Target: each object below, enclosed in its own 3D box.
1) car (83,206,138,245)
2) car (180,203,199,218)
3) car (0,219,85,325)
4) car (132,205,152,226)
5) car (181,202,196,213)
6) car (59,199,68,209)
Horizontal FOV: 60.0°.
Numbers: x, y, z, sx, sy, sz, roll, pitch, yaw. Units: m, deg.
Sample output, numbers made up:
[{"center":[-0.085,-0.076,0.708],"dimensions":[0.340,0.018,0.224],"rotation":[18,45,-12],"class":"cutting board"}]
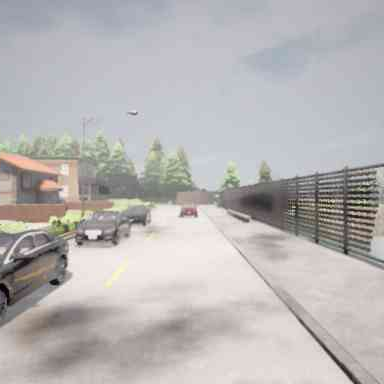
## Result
[{"center":[-4.269,1.687,16.651],"dimensions":[2.128,1.511,4.902],"rotation":[0,-1,-1],"class":"car"},{"center":[-0.304,1.929,34.949],"dimensions":[1.812,1.442,4.674],"rotation":[0,-1,0],"class":"car"},{"center":[-4.176,1.577,7.044],"dimensions":[2.128,1.511,4.902],"rotation":[0,-1,-1],"class":"car"},{"center":[-4.358,1.787,26.559],"dimensions":[1.882,1.535,5.008],"rotation":[0,-1,0],"class":"car"},{"center":[-0.461,2.122,45.232],"dimensions":[1.895,1.301,4.718],"rotation":[0,-1,0],"class":"car"},{"center":[-17.733,1.632,42.293],"dimensions":[3.633,1.501,1.845],"rotation":[0,-1,-1],"class":"car"}]
